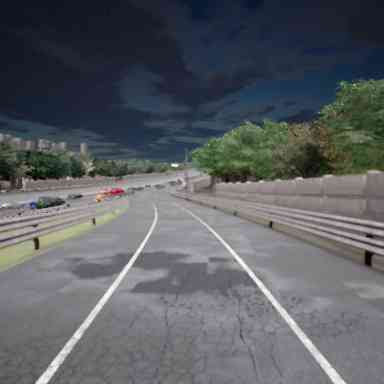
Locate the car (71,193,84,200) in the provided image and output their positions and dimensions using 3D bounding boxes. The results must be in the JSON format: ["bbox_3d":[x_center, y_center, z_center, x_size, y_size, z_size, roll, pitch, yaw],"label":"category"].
[{"bbox_3d":[-25.080,0.892,71.787,2.128,1.511,4.902,0,3,7],"label":"car"}]

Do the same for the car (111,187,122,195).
[{"bbox_3d":[-19.552,-0.230,87.223,2.150,2.045,5.566,0,3,7],"label":"car"}]

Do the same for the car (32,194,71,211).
[{"bbox_3d":[-20.818,1.590,49.537,2.150,2.045,5.566,0,2,7],"label":"car"}]

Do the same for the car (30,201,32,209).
[{"bbox_3d":[-23.908,1.735,53.119,1.882,1.535,5.008,0,3,7],"label":"car"}]

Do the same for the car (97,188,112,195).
[{"bbox_3d":[-23.035,-0.121,87.593,2.097,1.767,4.553,0,3,7],"label":"car"}]

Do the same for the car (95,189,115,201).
[{"bbox_3d":[-18.343,0.855,69.277,2.097,1.767,4.553,0,3,7],"label":"car"}]

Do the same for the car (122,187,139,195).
[{"bbox_3d":[-16.082,0.121,86.788,1.994,1.385,4.181,0,3,7],"label":"car"}]

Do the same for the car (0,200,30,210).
[{"bbox_3d":[-27.668,1.912,51.215,1.895,1.301,4.718,0,3,7],"label":"car"}]
